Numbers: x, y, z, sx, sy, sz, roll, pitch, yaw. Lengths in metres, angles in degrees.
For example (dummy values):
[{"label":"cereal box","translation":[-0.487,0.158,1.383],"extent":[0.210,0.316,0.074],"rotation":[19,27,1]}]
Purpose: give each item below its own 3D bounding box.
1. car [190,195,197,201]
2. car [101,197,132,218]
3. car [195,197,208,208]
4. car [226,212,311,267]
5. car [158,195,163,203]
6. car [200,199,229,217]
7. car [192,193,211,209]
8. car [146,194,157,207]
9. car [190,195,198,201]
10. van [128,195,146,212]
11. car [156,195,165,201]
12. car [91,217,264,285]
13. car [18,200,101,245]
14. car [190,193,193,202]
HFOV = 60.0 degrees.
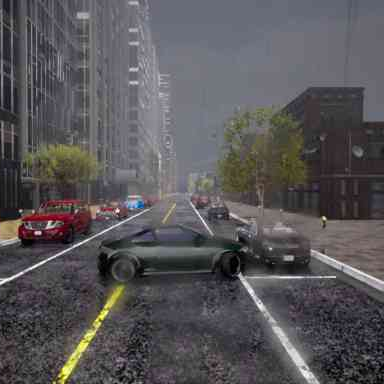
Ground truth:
[{"label":"car","translation":[0.369,1.551,88.600],"extent":[1.802,1.307,4.206],"rotation":[-1,0,-2]},{"label":"car","translation":[-6.393,1.432,26.802],"extent":[1.967,1.590,4.097],"rotation":[-1,0,-2]},{"label":"car","translation":[1.389,1.509,50.042],"extent":[1.752,1.417,4.829],"rotation":[-1,0,-2]},{"label":"car","translation":[2.548,1.548,11.148],"extent":[2.008,1.369,4.403],"rotation":[-1,0,-2]},{"label":"car","translation":[-7.424,1.522,66.259],"extent":[1.887,1.381,4.507],"rotation":[-1,0,-2]},{"label":"car","translation":[2.010,1.543,27.007],"extent":[2.008,1.369,4.403],"rotation":[-1,0,-2]},{"label":"car","translation":[1.536,1.301,44.340],"extent":[2.192,1.841,5.009],"rotation":[-1,0,-2]},{"label":"car","translation":[-6.988,1.298,49.660],"extent":[2.192,1.841,5.009],"rotation":[-1,0,-2]},{"label":"car","translation":[0.515,1.537,83.068],"extent":[1.947,1.339,4.313],"rotation":[-1,0,-2]},{"label":"van","translation":[-6.695,1.329,38.595],"extent":[1.690,1.788,3.998],"rotation":[-1,0,-2]},{"label":"car","translation":[-7.859,1.496,82.688],"extent":[1.752,1.417,4.829],"rotation":[-1,0,-2]},{"label":"car","translation":[-0.455,1.557,9.182],"extent":[4.181,1.385,1.994],"rotation":[0,0,-11]},{"label":"car","translation":[-6.192,1.310,15.734],"extent":[2.192,1.841,5.009],"rotation":[-1,0,-2]},{"label":"car","translation":[0.804,1.290,72.003],"extent":[2.192,1.841,5.009],"rotation":[-1,0,-2]}]
